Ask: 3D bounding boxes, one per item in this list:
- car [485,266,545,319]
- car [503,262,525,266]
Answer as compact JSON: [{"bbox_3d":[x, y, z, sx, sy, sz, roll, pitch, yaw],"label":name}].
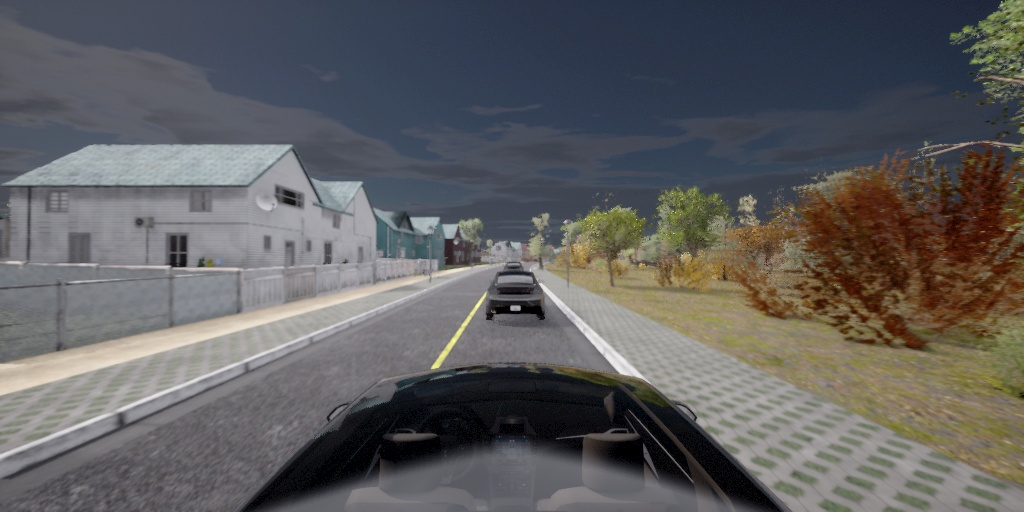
[{"bbox_3d":[0.102,1.255,12.712,1.837,1.490,4.892,0,0,0],"label":"car"},{"bbox_3d":[0.201,1.256,33.100,1.837,1.490,4.892,0,0,1],"label":"car"}]
